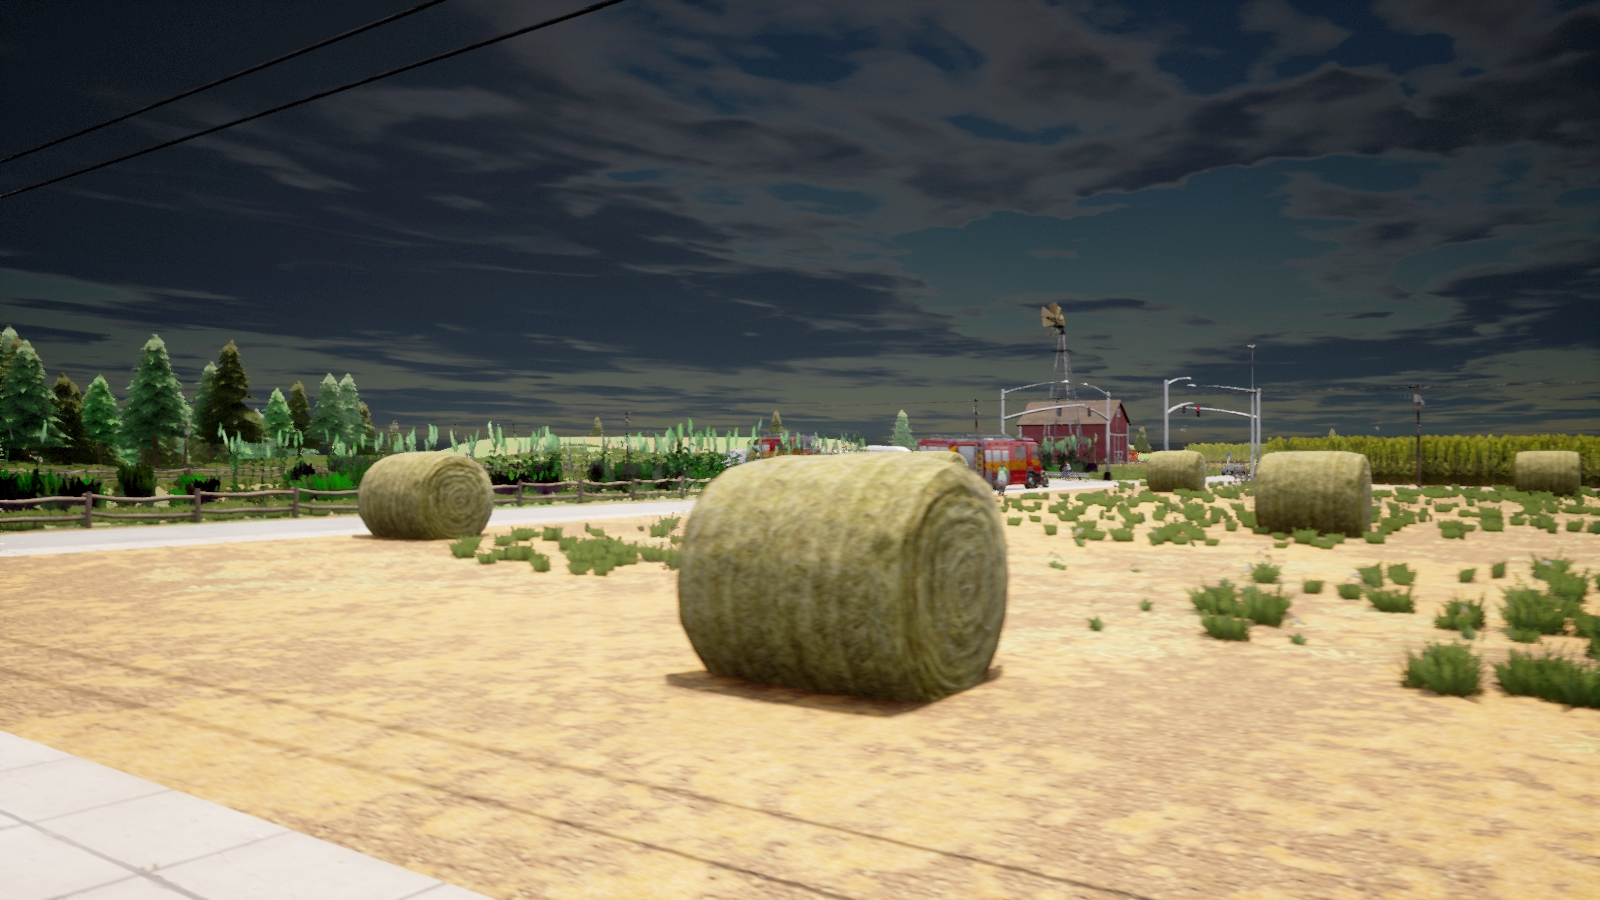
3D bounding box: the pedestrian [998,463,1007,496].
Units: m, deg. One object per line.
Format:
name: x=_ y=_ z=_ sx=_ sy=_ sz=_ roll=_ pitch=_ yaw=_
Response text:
pedestrian: x=11.395 y=1.660 z=64.329 sx=0.375 sy=1.860 sz=0.375 roll=0 pitch=0 yaw=26
